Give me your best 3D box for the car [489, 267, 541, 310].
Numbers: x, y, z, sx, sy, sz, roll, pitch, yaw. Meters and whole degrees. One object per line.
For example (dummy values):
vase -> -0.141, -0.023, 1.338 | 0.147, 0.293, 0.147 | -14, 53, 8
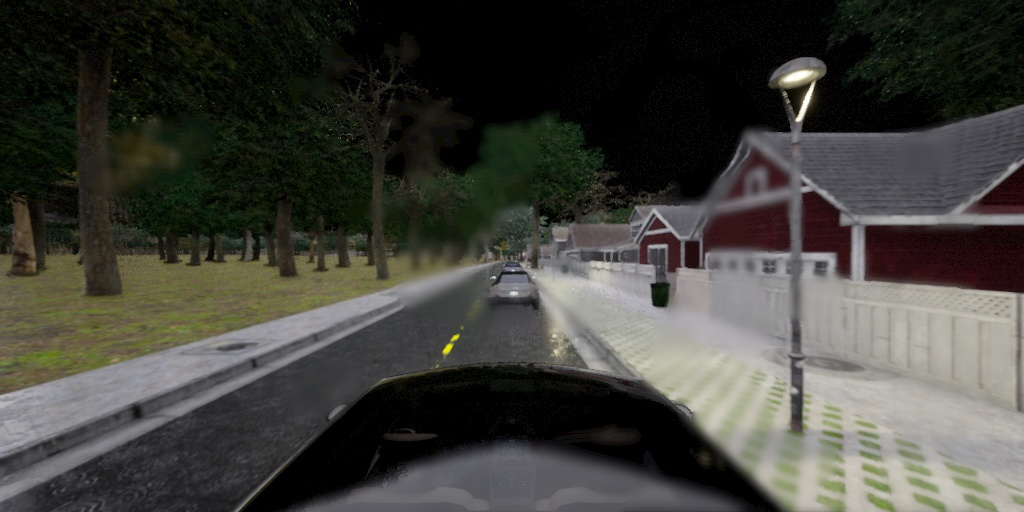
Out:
car -> 0.099, 1.306, 14.755 | 1.994, 1.385, 4.181 | 0, 0, 0

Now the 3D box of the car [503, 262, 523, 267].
car -> 0.096, 1.298, 34.676 | 1.994, 1.385, 4.181 | 0, 0, 0
